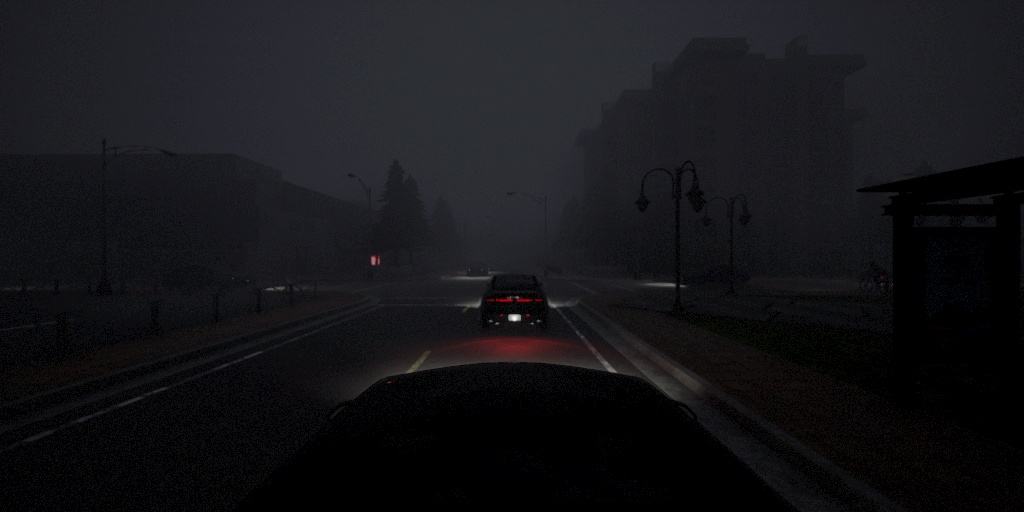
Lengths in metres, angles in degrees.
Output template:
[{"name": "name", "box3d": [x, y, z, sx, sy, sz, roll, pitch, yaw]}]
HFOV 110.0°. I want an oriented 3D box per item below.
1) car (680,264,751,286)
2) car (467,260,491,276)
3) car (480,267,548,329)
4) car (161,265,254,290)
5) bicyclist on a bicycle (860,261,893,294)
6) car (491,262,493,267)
[{"name": "car", "box3d": [14.408, 1.322, 25.527, 4.674, 1.442, 1.812, 0, 0, 1]}, {"name": "car", "box3d": [-3.653, 1.323, 38.709, 1.882, 1.535, 5.008, 0, 0, 0]}, {"name": "car", "box3d": [0.074, 1.282, 11.396, 1.837, 1.490, 4.892, 0, 0, 0]}, {"name": "car", "box3d": [-18.661, 1.293, 22.116, 4.892, 1.490, 1.837, 0, 0, 0]}, {"name": "bicyclist on a bicycle", "box3d": [18.263, 1.077, 18.018, 0.582, 1.620, 1.656, 0, 0, 0]}, {"name": "car", "box3d": [-3.657, 1.352, 49.648, 1.882, 1.535, 5.008, 0, 0, 0]}]
